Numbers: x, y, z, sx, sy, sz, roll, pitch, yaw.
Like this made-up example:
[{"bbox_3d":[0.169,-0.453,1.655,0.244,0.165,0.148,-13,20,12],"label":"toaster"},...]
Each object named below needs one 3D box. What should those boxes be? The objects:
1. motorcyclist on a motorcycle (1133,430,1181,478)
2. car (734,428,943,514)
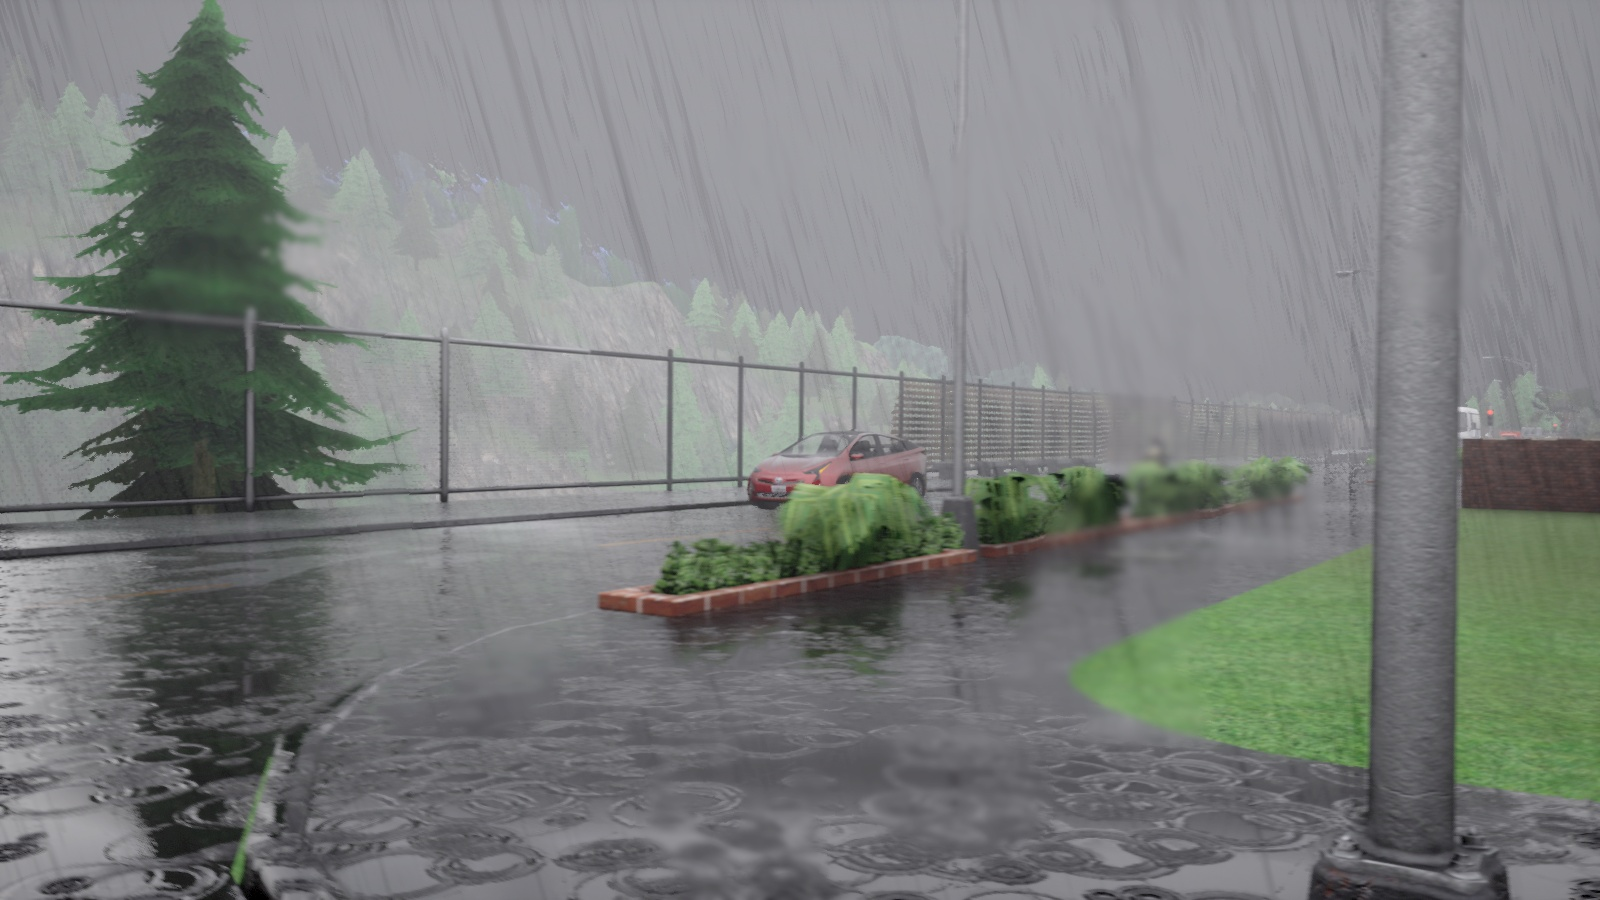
[{"bbox_3d":[11.603,0.110,40.788,0.866,1.530,2.191,0,1,34],"label":"motorcyclist on a motorcycle"},{"bbox_3d":[0.867,0.337,24.583,2.007,1.525,4.514,0,1,34],"label":"car"}]
